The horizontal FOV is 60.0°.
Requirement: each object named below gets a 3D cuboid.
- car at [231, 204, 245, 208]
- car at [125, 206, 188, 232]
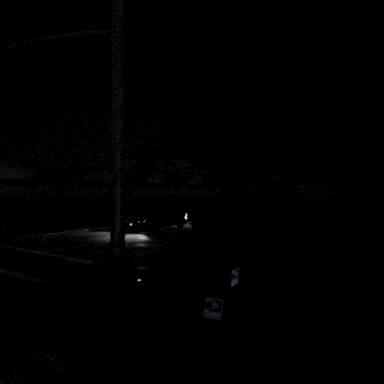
[{"bbox_3d":[3.690,1.785,29.995,1.895,1.301,4.718,0,0,36],"label":"car"},{"bbox_3d":[-2.222,1.689,21.813,1.837,1.490,4.892,0,0,36],"label":"car"}]
